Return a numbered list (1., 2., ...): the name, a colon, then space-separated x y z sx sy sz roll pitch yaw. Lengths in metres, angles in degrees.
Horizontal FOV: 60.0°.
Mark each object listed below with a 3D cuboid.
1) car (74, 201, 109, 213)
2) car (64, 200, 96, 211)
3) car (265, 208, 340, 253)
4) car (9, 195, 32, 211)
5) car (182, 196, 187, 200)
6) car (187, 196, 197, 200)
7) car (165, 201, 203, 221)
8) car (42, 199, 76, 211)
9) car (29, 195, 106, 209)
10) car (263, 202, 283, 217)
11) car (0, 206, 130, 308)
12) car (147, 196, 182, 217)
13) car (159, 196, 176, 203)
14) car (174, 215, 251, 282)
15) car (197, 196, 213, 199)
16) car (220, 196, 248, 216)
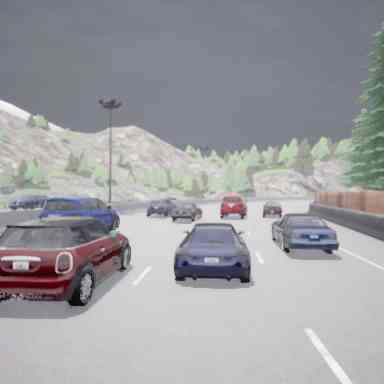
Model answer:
1. car: -12.029 1.764 40.211 1.895 1.301 4.718 0 0 15
2. car: -14.663 1.740 43.736 1.994 1.385 4.181 0 0 16
3. car: 4.517 1.615 13.997 2.033 1.411 5.357 0 0 6
4. car: -21.734 1.392 44.533 2.150 2.045 5.566 0 0 15
5. car: -1.639 1.687 83.681 2.097 1.767 4.553 0 0 29
6. car: 1.358 1.829 81.871 1.837 1.490 4.892 0 0 29
7. car: -0.341 1.671 28.024 2.033 1.411 5.357 0 0 12
8. car: -17.910 1.704 45.138 1.812 1.442 4.674 0 0 16
9. car: -5.627 1.291 17.240 2.150 2.045 5.566 0 0 7
10. car: 8.017 1.681 33.080 1.812 1.442 4.674 0 0 14
11. car: -3.007 1.385 8.238 2.097 1.767 4.553 0 0 4
12. car: -2.814 1.494 32.904 2.097 1.767 4.553 0 0 13
13. car: -6.131 1.812 82.865 1.882 1.535 5.008 0 0 29
14. car: 0.643 1.610 9.969 1.994 1.385 4.181 0 0 5
15. car: 3.551 1.815 78.662 1.812 1.442 4.674 0 0 29
16. car: 4.033 1.366 31.622 2.150 2.045 5.566 0 0 13
